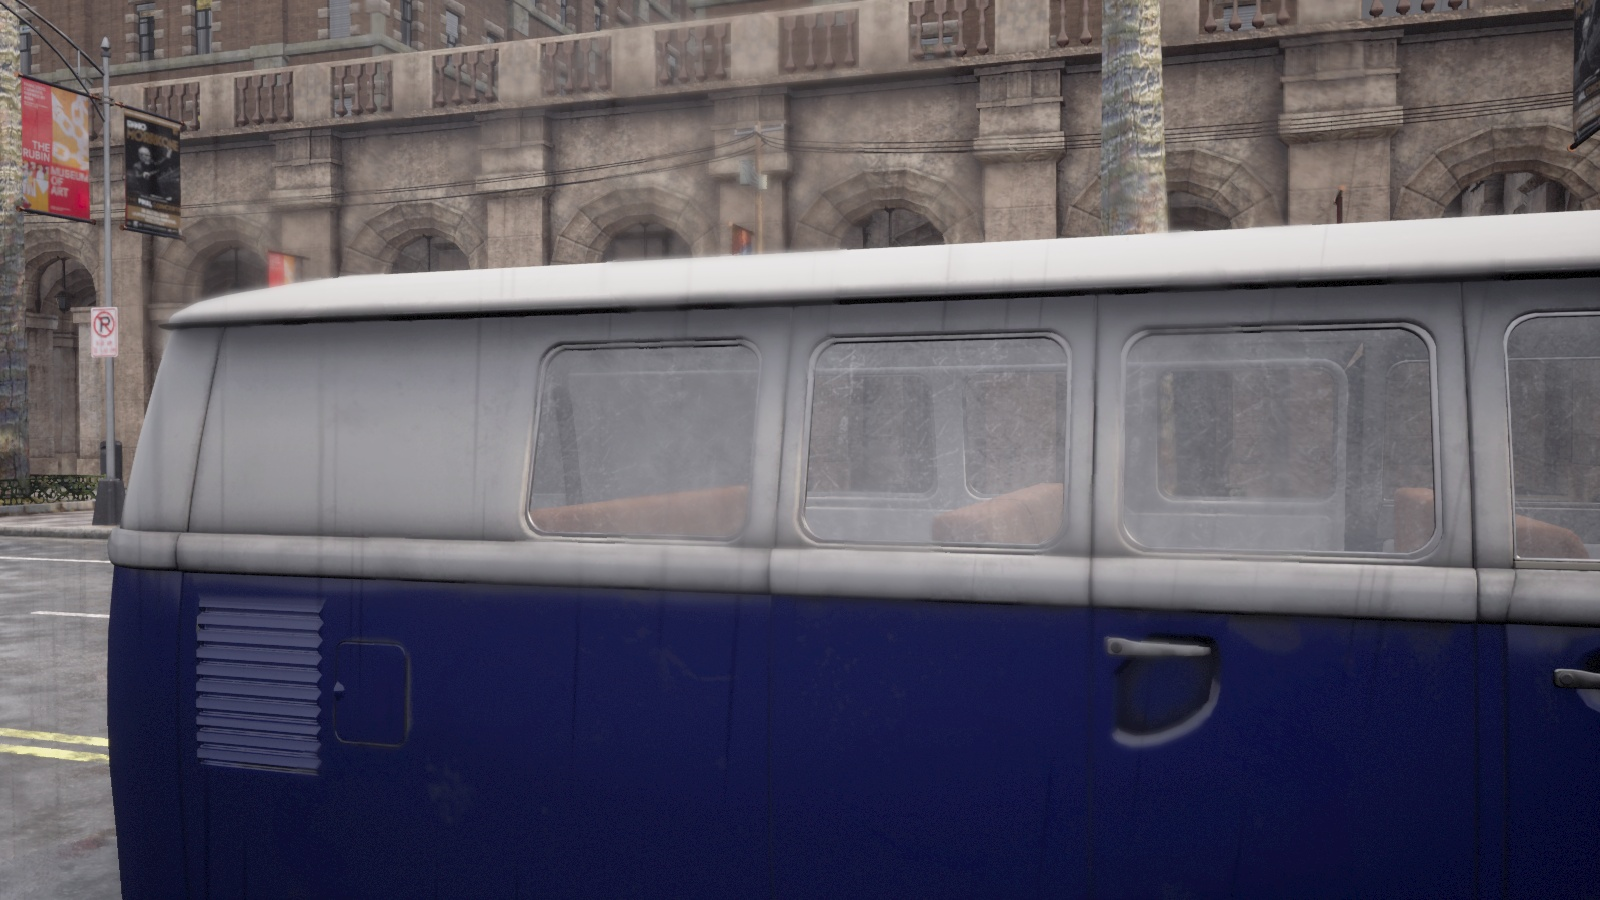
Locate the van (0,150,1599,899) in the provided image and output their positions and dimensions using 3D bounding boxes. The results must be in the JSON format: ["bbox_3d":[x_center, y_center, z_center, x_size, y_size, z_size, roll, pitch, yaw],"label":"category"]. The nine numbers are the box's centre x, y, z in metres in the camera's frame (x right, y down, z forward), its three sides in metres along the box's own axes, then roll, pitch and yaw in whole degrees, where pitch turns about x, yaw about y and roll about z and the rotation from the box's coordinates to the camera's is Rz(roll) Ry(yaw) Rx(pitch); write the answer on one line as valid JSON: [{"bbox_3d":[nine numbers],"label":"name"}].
[{"bbox_3d":[0.567,0.533,2.993,4.442,1.987,1.775,1,1,18],"label":"van"}]
